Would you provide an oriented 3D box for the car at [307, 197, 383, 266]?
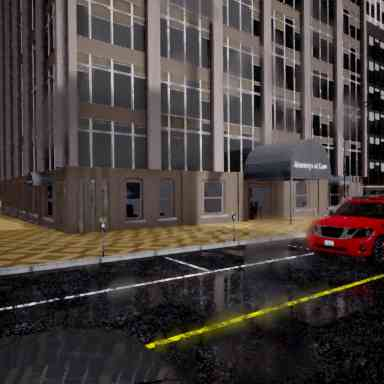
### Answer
[{"bbox_3d":[6.483,1.219,11.867,5.566,2.045,2.150,0,0,-35],"label":"car"}]

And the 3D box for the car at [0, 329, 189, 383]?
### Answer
[{"bbox_3d":[-2.419,1.548,1.584,5.357,1.411,2.033,0,0,-35],"label":"car"}]

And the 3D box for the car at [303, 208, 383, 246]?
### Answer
[{"bbox_3d":[7.474,1.542,15.764,4.507,1.381,1.887,0,-1,-35],"label":"car"}]
